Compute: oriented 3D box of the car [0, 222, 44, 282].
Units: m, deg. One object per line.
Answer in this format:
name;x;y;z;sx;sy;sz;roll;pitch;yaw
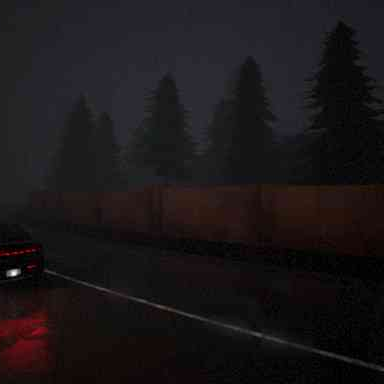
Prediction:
car;-5.780;1.565;9.053;4.892;1.490;1.837;0;0;42
